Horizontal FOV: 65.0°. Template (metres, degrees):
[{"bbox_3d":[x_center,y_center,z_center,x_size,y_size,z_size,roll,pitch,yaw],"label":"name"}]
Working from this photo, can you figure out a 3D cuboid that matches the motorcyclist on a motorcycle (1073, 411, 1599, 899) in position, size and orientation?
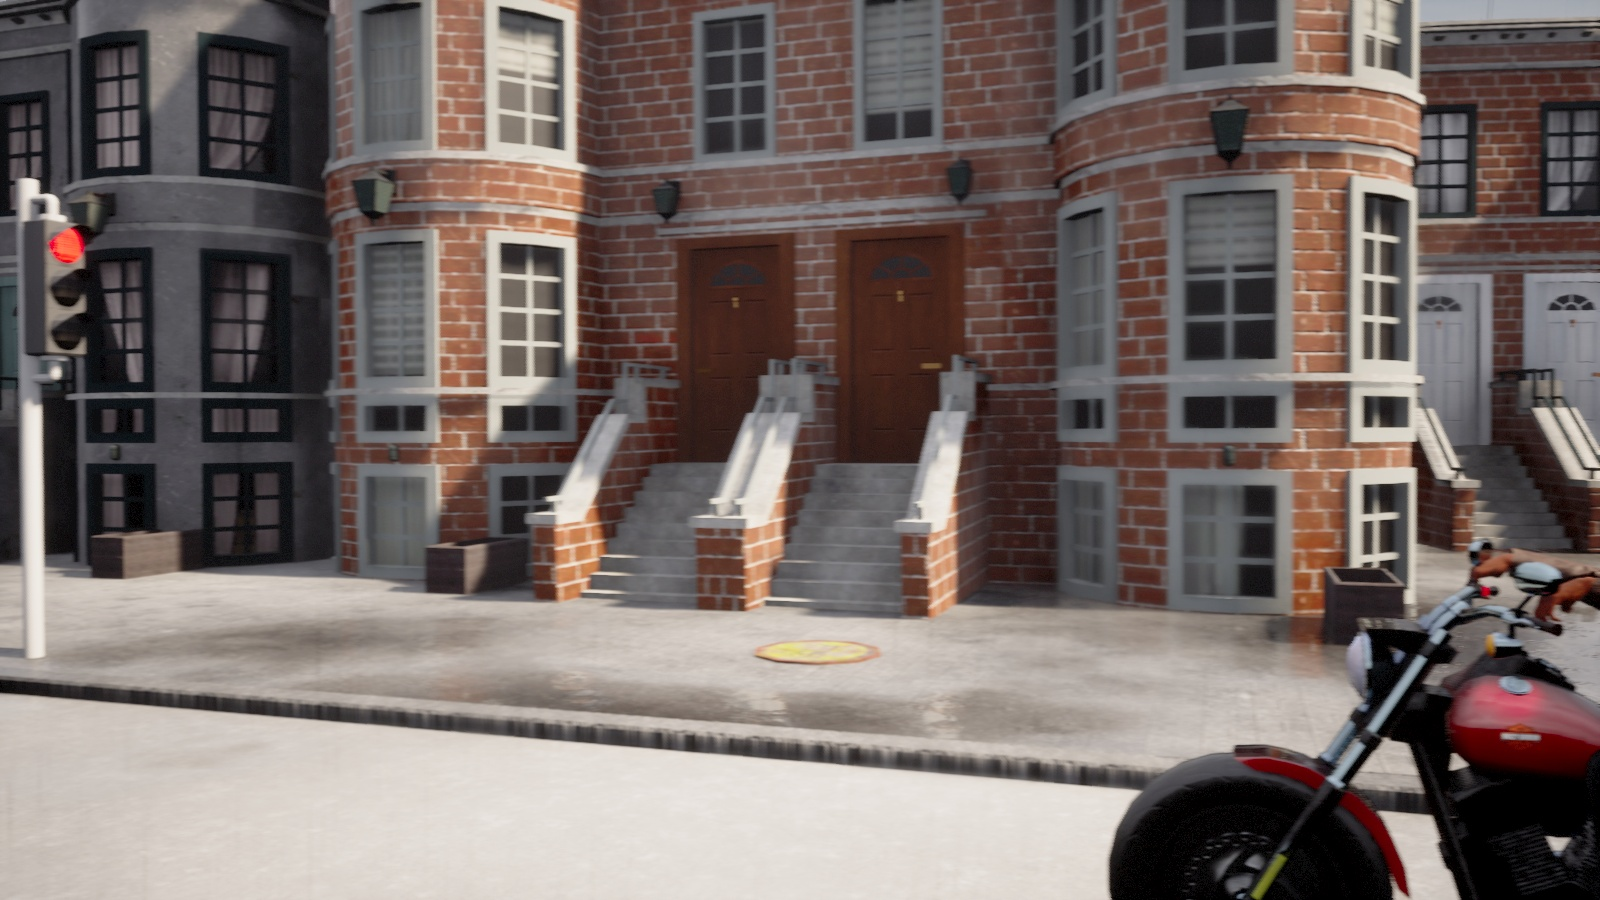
[{"bbox_3d":[1.909,0.735,3.076,2.350,1.649,0.766,0,1,19],"label":"motorcyclist on a motorcycle"}]
